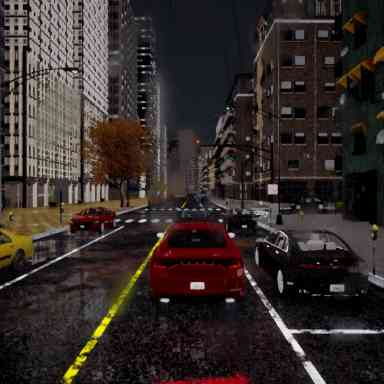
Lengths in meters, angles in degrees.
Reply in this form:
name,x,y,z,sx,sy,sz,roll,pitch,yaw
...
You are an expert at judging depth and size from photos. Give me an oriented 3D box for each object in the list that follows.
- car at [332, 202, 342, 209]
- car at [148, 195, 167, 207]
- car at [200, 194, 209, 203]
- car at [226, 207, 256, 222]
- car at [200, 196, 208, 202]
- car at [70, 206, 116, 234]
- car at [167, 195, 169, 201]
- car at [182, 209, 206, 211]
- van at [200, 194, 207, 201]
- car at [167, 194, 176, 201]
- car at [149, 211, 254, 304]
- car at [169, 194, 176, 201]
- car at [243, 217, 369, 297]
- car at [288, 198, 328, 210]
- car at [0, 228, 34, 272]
name,x,y,z,sx,sy,sz,roll,pitch,yaw
car,18.876,1.258,38.862,4.829,1.417,1.752,-1,1,0
car,-5.621,1.348,51.824,2.192,1.841,5.009,0,0,0
car,2.791,1.628,73.903,1.947,1.339,4.313,0,0,0
car,2.715,1.555,19.424,2.008,1.369,4.403,0,0,0
car,2.798,1.597,79.596,1.752,1.417,4.829,0,0,0
car,-5.665,1.549,19.436,1.887,1.381,4.507,0,0,0
car,-5.613,1.606,57.347,1.947,1.339,4.313,0,0,0
car,0.112,1.604,18.354,1.895,1.301,4.718,0,0,0
van,2.805,1.422,84.950,1.690,1.788,3.998,0,0,0
car,-5.568,1.407,90.484,2.192,1.841,5.009,0,0,0
car,0.102,1.478,8.263,1.882,1.535,5.008,0,0,0
car,-5.575,1.647,84.961,1.947,1.339,4.313,0,0,0
car,2.700,1.551,8.358,2.008,1.369,4.403,0,0,0
car,13.479,1.358,38.815,4.403,1.369,2.008,-1,1,0
car,-5.680,1.526,8.200,1.752,1.417,4.829,0,0,0
